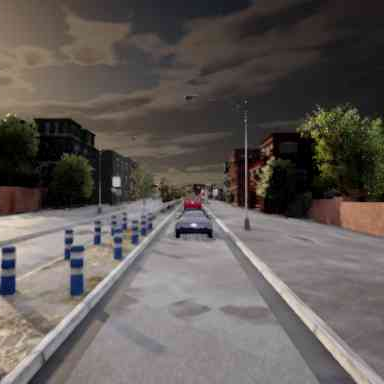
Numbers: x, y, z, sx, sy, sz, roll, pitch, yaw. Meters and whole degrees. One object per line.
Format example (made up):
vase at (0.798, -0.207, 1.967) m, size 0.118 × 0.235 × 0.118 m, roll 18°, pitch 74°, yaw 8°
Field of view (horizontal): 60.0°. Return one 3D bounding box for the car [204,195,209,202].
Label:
car at (2.985, 1.840, 81.194) m, size 2.231 × 1.521 × 4.892 m, roll 0°, pitch 0°, yaw 0°

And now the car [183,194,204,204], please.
car at (0.094, 1.375, 42.098) m, size 2.150 × 2.045 × 5.566 m, roll 0°, pitch 0°, yaw 0°

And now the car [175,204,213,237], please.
car at (0.097, 1.615, 18.530) m, size 1.994 × 1.385 × 4.181 m, roll 0°, pitch 0°, yaw 0°

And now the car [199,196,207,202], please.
car at (2.983, 1.911, 92.399) m, size 2.163 × 1.488 × 4.792 m, roll 0°, pitch 0°, yaw 0°

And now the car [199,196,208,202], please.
car at (2.984, 1.863, 86.841) m, size 2.231 × 1.521 × 4.892 m, roll 0°, pitch 0°, yaw 0°
